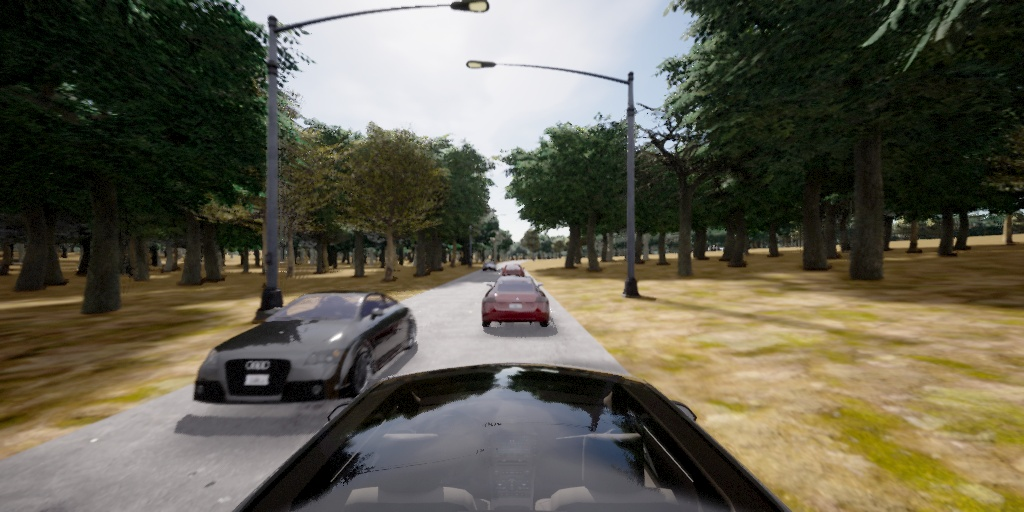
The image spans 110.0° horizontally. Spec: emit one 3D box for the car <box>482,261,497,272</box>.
[{"bbox_3d":[-3.067,1.446,49.610,2.033,1.411,5.357,0,0,0],"label":"car"}]

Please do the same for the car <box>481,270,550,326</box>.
[{"bbox_3d":[0.100,1.338,11.758,1.994,1.385,4.181,0,0,0],"label":"car"}]

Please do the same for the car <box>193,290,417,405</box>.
[{"bbox_3d":[-3.099,1.325,6.353,1.994,1.385,4.181,0,0,0],"label":"car"}]

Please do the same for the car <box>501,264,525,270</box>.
[{"bbox_3d":[0.099,1.350,29.138,1.812,1.442,4.674,0,0,0],"label":"car"}]
